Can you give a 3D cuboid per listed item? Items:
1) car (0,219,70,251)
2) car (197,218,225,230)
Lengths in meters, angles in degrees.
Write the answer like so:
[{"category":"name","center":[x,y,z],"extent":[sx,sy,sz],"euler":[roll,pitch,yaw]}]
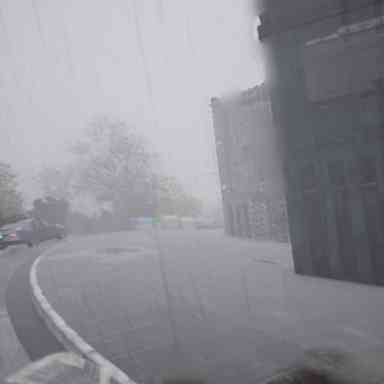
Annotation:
[{"category":"car","center":[-8.461,2.137,17.554],"extent":[2.033,1.411,5.357],"euler":[-6,-2,4]},{"category":"car","center":[2.846,4.047,41.917],"extent":[2.033,1.411,5.357],"euler":[-10,-10,40]}]
